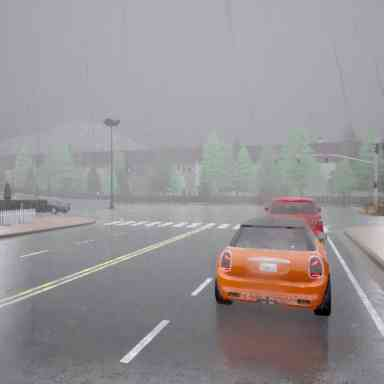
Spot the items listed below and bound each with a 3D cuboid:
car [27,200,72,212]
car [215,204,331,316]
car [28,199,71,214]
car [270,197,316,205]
[{"bbox_3d":[-16.814,1.592,39.325,4.718,1.301,1.895,0,0,16],"label":"car"},{"bbox_3d":[2.056,1.352,7.890,2.097,1.767,4.553,0,0,19],"label":"car"},{"bbox_3d":[-15.227,1.502,35.212,4.892,1.490,1.837,0,0,18],"label":"car"},{"bbox_3d":[4.271,1.221,14.150,2.150,2.045,5.566,0,0,16],"label":"car"}]
